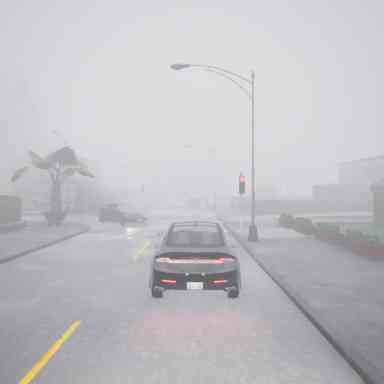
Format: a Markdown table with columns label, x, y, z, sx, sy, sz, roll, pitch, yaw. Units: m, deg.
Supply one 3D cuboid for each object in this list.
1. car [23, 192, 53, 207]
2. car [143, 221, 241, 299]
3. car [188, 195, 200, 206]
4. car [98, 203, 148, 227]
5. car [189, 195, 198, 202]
| label | x | y | z | sx | sy | sz | roll | pitch | yaw |
| --- | --- | --- | --- | --- | --- | --- | --- | --- | --- |
| car | -19.576 | 0.986 | 42.937 | 1.905 | 1.878 | 3.866 | 0 | 0 | 35 |
| car | 0.087 | 1.492 | 8.471 | 2.128 | 1.511 | 4.902 | 0 | 0 | 1 |
| car | 0.335 | 1.491 | 54.072 | 2.128 | 1.511 | 4.902 | 0 | 0 | 0 |
| car | -4.928 | 1.526 | 23.352 | 1.812 | 1.442 | 4.674 | 2 | -1 | -42 |
| car | 0.329 | 1.524 | 75.817 | 2.128 | 1.511 | 4.902 | 0 | 0 | 0 |
